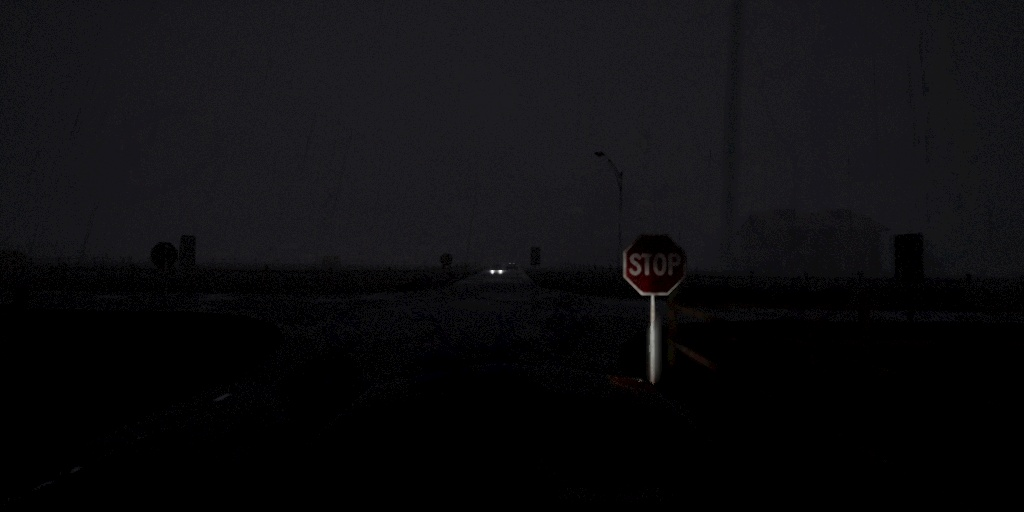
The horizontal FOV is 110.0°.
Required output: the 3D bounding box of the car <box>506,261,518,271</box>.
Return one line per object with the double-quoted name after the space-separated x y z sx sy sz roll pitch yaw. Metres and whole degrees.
-0.008 1.767 61.358 1.994 1.385 4.181 0 0 0 "car"
